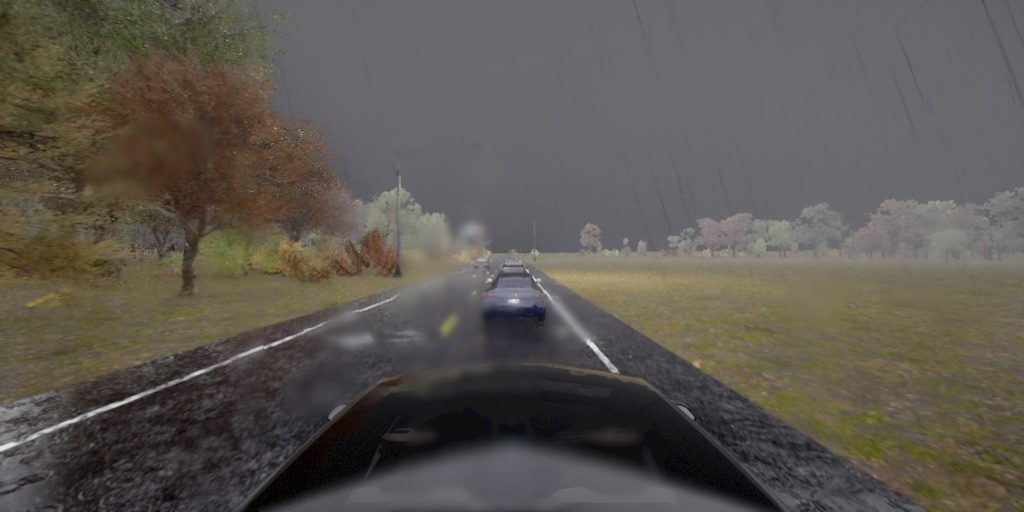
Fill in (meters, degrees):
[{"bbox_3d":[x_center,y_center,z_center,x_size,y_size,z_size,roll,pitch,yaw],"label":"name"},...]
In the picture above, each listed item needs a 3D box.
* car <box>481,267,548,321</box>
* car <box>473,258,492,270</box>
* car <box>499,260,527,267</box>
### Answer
[{"bbox_3d":[0.082,1.229,12.021,1.994,1.385,4.181,0,1,0],"label":"car"},{"bbox_3d":[-3.597,0.928,43.769,1.812,1.442,4.674,0,0,0],"label":"car"},{"bbox_3d":[0.078,1.030,27.274,2.128,1.511,4.902,0,0,0],"label":"car"}]
